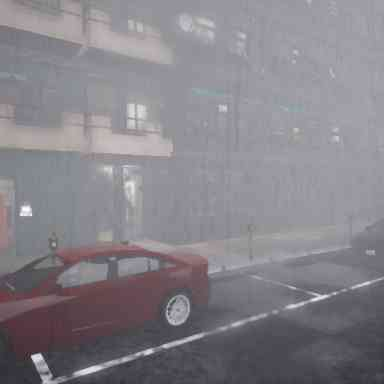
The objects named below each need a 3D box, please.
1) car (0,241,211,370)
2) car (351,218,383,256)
[{"bbox_3d":[-1.759,1.541,5.318,4.507,1.381,1.887,0,-1,-35],"label":"car"},{"bbox_3d":[7.498,1.561,11.920,4.313,1.339,1.947,0,-1,-35],"label":"car"}]
